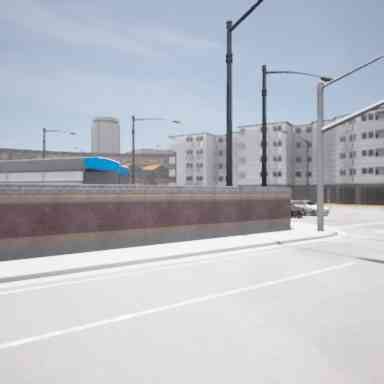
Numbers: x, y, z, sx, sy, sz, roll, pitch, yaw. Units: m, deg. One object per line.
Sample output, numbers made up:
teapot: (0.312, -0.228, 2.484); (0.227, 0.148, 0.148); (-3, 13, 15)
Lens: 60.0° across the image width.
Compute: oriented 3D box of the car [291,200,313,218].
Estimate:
car: (7.902, 1.488, 29.758); (1.837, 1.490, 4.892); (0, 1, -35)

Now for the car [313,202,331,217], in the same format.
car: (10.843, 1.512, 31.686); (1.812, 1.442, 4.674); (0, 1, -36)
